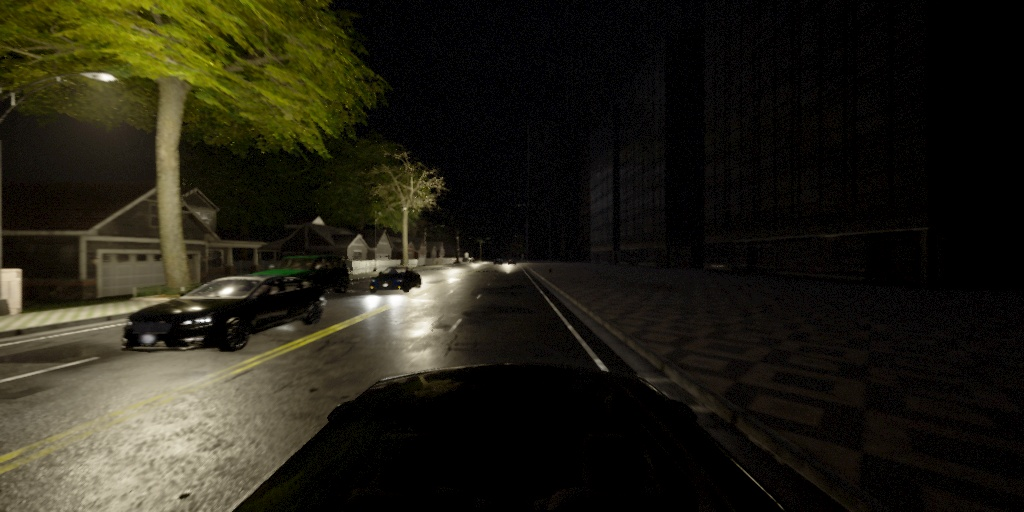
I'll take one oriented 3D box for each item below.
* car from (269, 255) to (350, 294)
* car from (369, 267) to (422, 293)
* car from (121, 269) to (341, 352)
[{"bbox_3d":[-9.774,0.964,17.029,2.150,2.045,5.566,0,0,1],"label":"car"},{"bbox_3d":[-6.493,1.305,20.393,1.994,1.385,4.181,0,0,0],"label":"car"},{"bbox_3d":[-6.583,1.238,8.945,2.128,1.511,4.902,0,0,0],"label":"car"}]
